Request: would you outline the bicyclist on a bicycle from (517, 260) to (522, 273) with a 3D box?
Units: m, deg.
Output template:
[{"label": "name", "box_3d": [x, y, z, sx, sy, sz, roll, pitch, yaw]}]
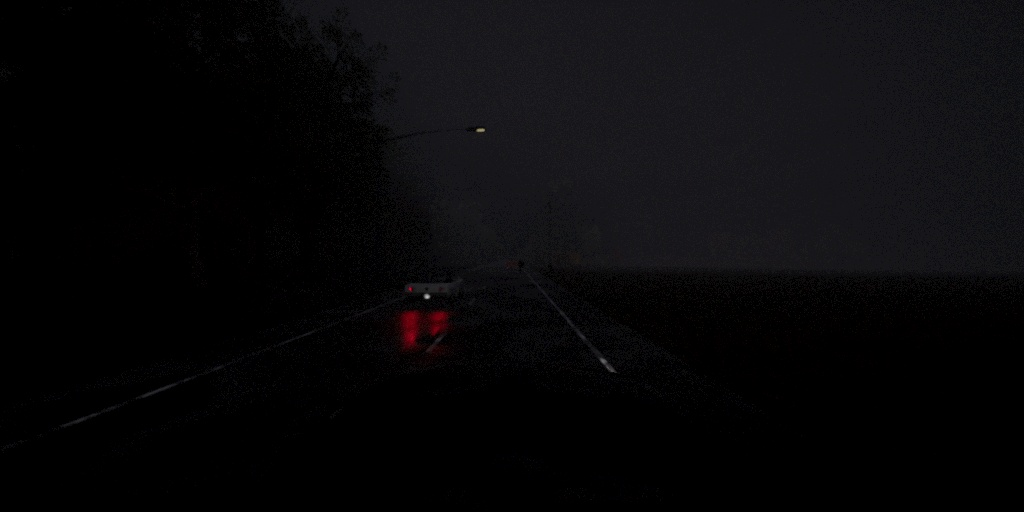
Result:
[{"label": "bicyclist on a bicycle", "box_3d": [0.953, 1.239, 43.663, 0.582, 1.620, 1.656, 0, 0, 0]}]

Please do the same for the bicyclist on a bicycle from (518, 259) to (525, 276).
[{"label": "bicyclist on a bicycle", "box_3d": [0.955, 1.149, 35.022, 0.659, 1.776, 1.843, 0, 0, 0]}]

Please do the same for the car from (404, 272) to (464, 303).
[{"label": "car", "box_3d": [-3.407, 1.363, 16.597, 1.895, 1.301, 4.718, 0, 0, 0]}]
